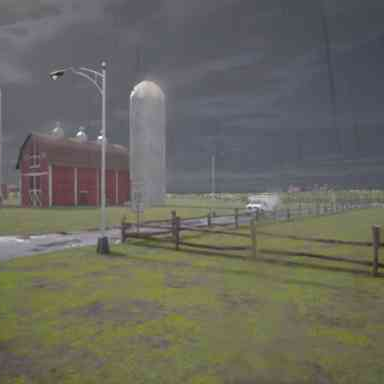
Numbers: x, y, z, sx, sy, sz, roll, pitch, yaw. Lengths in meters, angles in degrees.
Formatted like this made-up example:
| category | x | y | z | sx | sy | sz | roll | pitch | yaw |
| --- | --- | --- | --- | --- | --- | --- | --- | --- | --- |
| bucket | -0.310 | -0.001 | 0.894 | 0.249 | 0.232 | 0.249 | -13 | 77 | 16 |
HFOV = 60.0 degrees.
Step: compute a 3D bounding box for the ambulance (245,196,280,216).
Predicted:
| category | x | y | z | sx | sy | sz | roll | pitch | yaw |
| --- | --- | --- | --- | --- | --- | --- | --- | --- | --- |
| ambulance | 8.882 | 1.687 | 41.665 | 2.351 | 2.431 | 6.366 | -1 | -1 | 35 |
